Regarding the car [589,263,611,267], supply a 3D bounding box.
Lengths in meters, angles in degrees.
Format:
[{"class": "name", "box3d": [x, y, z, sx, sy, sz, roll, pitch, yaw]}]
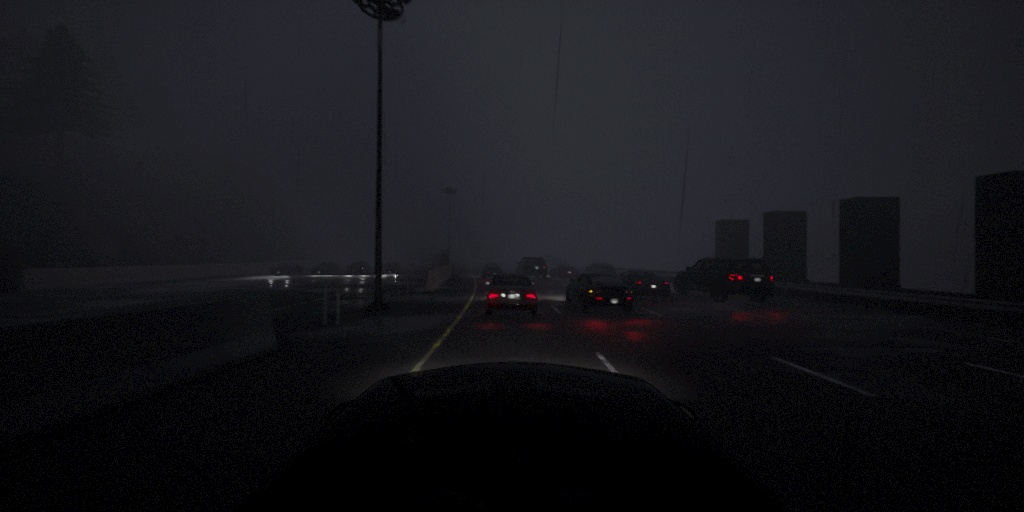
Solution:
[{"class": "car", "box3d": [8.582, 1.464, 35.303, 1.837, 1.490, 4.892, 1, 0, -8]}]

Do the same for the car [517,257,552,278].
[{"class": "car", "box3d": [1.786, 1.127, 33.565, 2.150, 2.045, 5.566, 0, 0, -8]}]

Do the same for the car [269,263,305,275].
[{"class": "car", "box3d": [-24.000, 1.361, 38.358, 1.895, 1.301, 4.718, 0, 0, -11]}]

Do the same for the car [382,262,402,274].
[{"class": "car", "box3d": [-14.105, 1.391, 42.463, 2.033, 1.411, 5.357, 0, 0, -12]}]

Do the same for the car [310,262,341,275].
[{"class": "car", "box3d": [-20.797, 1.337, 40.254, 2.033, 1.411, 5.357, 0, 0, -11]}]

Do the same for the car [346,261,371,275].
[{"class": "car", "box3d": [-17.355, 1.321, 40.699, 1.837, 1.490, 4.892, 1, -1, -11]}]

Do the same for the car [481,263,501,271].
[{"class": "car", "box3d": [-2.016, 1.415, 35.181, 1.812, 1.442, 4.674, 0, 0, -9]}]

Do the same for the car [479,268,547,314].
[{"class": "car", "box3d": [-0.059, 1.353, 13.995, 2.033, 1.411, 5.357, 0, 0, -2]}]

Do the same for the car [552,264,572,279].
[{"class": "car", "box3d": [5.052, 1.500, 35.215, 1.994, 1.385, 4.181, 0, 0, -8]}]

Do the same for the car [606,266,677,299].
[{"class": "car", "box3d": [6.689, 1.438, 19.225, 1.994, 1.385, 4.181, 0, 0, -3]}]

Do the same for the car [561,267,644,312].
[{"class": "car", "box3d": [3.410, 1.356, 14.516, 1.812, 1.442, 4.674, 0, 0, -2]}]

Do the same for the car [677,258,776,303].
[{"class": "car", "box3d": [10.295, 1.112, 17.883, 2.150, 2.045, 5.566, 0, 0, -3]}]
